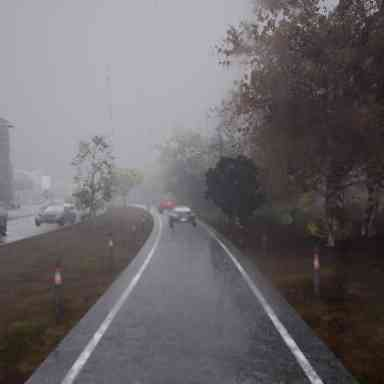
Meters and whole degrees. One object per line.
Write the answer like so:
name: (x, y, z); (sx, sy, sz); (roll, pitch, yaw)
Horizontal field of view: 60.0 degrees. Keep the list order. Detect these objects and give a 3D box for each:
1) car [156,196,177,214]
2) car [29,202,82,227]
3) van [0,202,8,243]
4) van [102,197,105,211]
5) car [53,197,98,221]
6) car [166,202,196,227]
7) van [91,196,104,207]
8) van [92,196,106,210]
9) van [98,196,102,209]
car: (-3.107, 1.528, 41.113); (2.150, 2.045, 5.566); (0, -1, -11)
car: (-9.870, 1.692, 24.444); (2.002, 1.452, 4.674); (1, -2, -5)
van: (-9.255, 1.324, 13.210); (1.878, 1.987, 4.442); (0, -2, -2)
van: (-13.155, 1.627, 46.436); (1.878, 1.987, 4.442); (1, -2, -15)
car: (-10.394, 1.447, 29.984); (2.435, 2.045, 5.566); (1, -2, -9)
car: (-0.791, 1.730, 24.782); (1.812, 1.442, 4.674); (0, -1, -5)
van: (-17.744, 1.870, 62.554); (1.878, 1.987, 4.442); (2, -2, -21)
van: (-14.504, 1.697, 51.851); (1.878, 1.987, 4.442); (1, -2, -16)
van: (-11.107, 1.517, 35.440); (1.878, 1.987, 4.442); (1, -2, -10)
